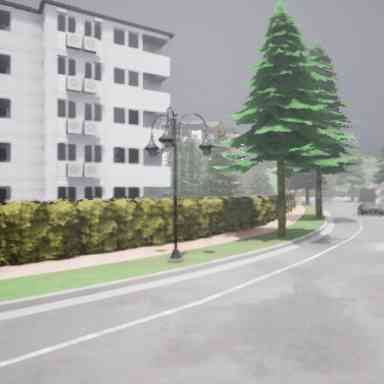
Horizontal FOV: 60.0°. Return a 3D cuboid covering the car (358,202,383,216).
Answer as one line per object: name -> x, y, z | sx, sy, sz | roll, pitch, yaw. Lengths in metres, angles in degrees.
car -> 17.930, 1.685, 33.494 | 1.994, 1.385, 4.181 | 0, 0, 20

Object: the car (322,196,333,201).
car -> 29.636, 1.488, 73.275 | 2.097, 1.767, 4.553 | 0, 0, 13
